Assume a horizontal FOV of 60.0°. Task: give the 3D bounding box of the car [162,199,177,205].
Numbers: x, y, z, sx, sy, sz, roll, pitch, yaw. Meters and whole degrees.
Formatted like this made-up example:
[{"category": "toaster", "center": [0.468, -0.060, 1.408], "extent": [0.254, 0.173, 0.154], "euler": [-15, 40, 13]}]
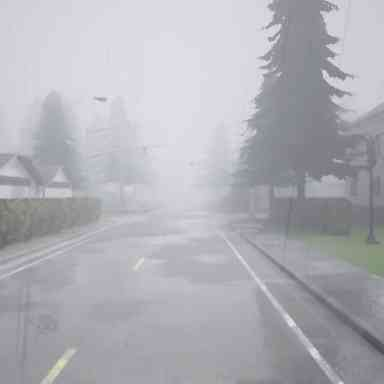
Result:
[{"category": "car", "center": [-5.577, 2.426, 80.281], "extent": [2.033, 1.411, 5.357], "euler": [0, -1, -28]}]
